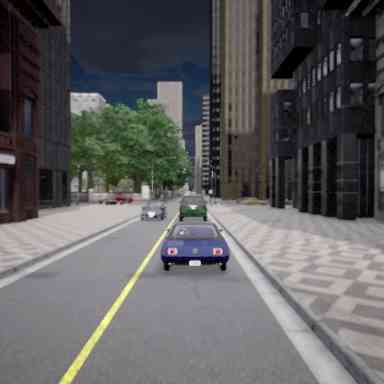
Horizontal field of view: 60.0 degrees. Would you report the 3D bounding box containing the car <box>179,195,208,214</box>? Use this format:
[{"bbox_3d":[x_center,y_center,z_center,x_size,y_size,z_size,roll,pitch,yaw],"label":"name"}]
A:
[{"bbox_3d":[0.088,1.279,27.156,2.150,2.045,5.566,0,0,0],"label":"car"}]

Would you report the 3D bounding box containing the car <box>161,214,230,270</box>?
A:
[{"bbox_3d":[0.088,1.620,11.114,1.895,1.301,4.718,0,0,0],"label":"car"}]

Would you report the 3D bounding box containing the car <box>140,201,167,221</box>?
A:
[{"bbox_3d":[-3.105,1.551,27.795,2.128,1.511,4.902,0,0,0],"label":"car"}]

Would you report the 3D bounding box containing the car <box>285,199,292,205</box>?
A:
[{"bbox_3d":[17.097,1.850,62.374,4.403,1.369,2.008,0,1,0],"label":"car"}]

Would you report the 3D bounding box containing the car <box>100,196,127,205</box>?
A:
[{"bbox_3d":[-15.080,1.837,62.544,4.313,1.339,1.947,0,1,0],"label":"car"}]

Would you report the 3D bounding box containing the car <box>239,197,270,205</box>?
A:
[{"bbox_3d":[11.754,1.818,62.402,4.829,1.417,1.752,0,1,0],"label":"car"}]

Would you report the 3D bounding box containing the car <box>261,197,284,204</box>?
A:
[{"bbox_3d":[17.133,1.743,70.899,4.313,1.339,1.947,0,1,0],"label":"car"}]

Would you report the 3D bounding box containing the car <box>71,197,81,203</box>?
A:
[{"bbox_3d":[-25.957,1.712,71.126,4.313,1.339,1.947,0,1,0],"label":"car"}]

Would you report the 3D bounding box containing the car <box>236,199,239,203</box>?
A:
[{"bbox_3d":[11.620,1.721,70.928,4.403,1.369,2.008,0,1,0],"label":"car"}]

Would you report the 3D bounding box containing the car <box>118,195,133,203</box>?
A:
[{"bbox_3d":[-15.044,1.463,71.065,5.009,1.841,2.192,0,1,0],"label":"car"}]
